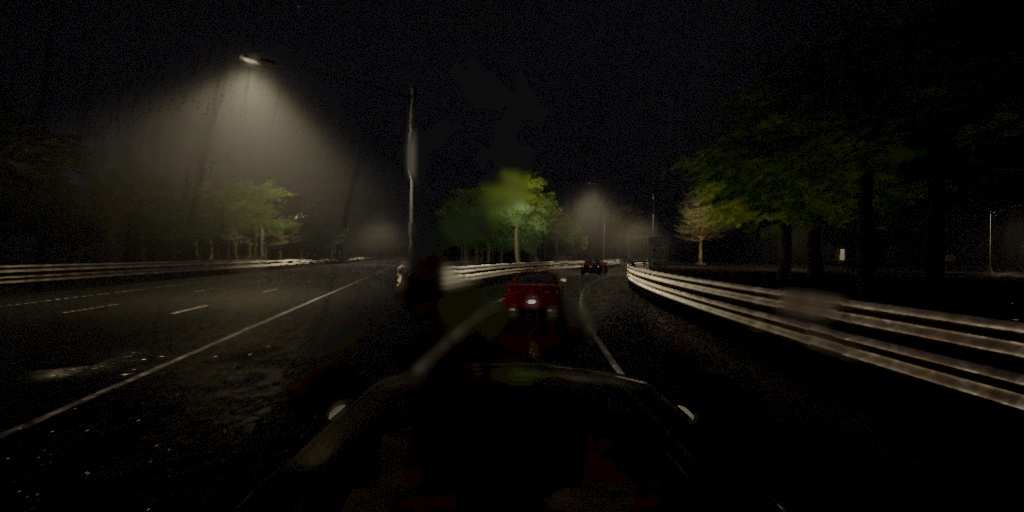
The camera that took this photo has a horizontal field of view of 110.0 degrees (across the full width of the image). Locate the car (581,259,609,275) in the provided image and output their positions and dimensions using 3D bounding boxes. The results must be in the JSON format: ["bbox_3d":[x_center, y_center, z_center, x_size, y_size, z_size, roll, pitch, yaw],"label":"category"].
[{"bbox_3d":[9.107,1.132,39.111,2.097,1.767,4.553,1,0,27],"label":"car"}]

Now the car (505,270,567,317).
[{"bbox_3d":[0.980,1.251,13.337,1.882,1.535,5.008,0,0,9],"label":"car"}]
